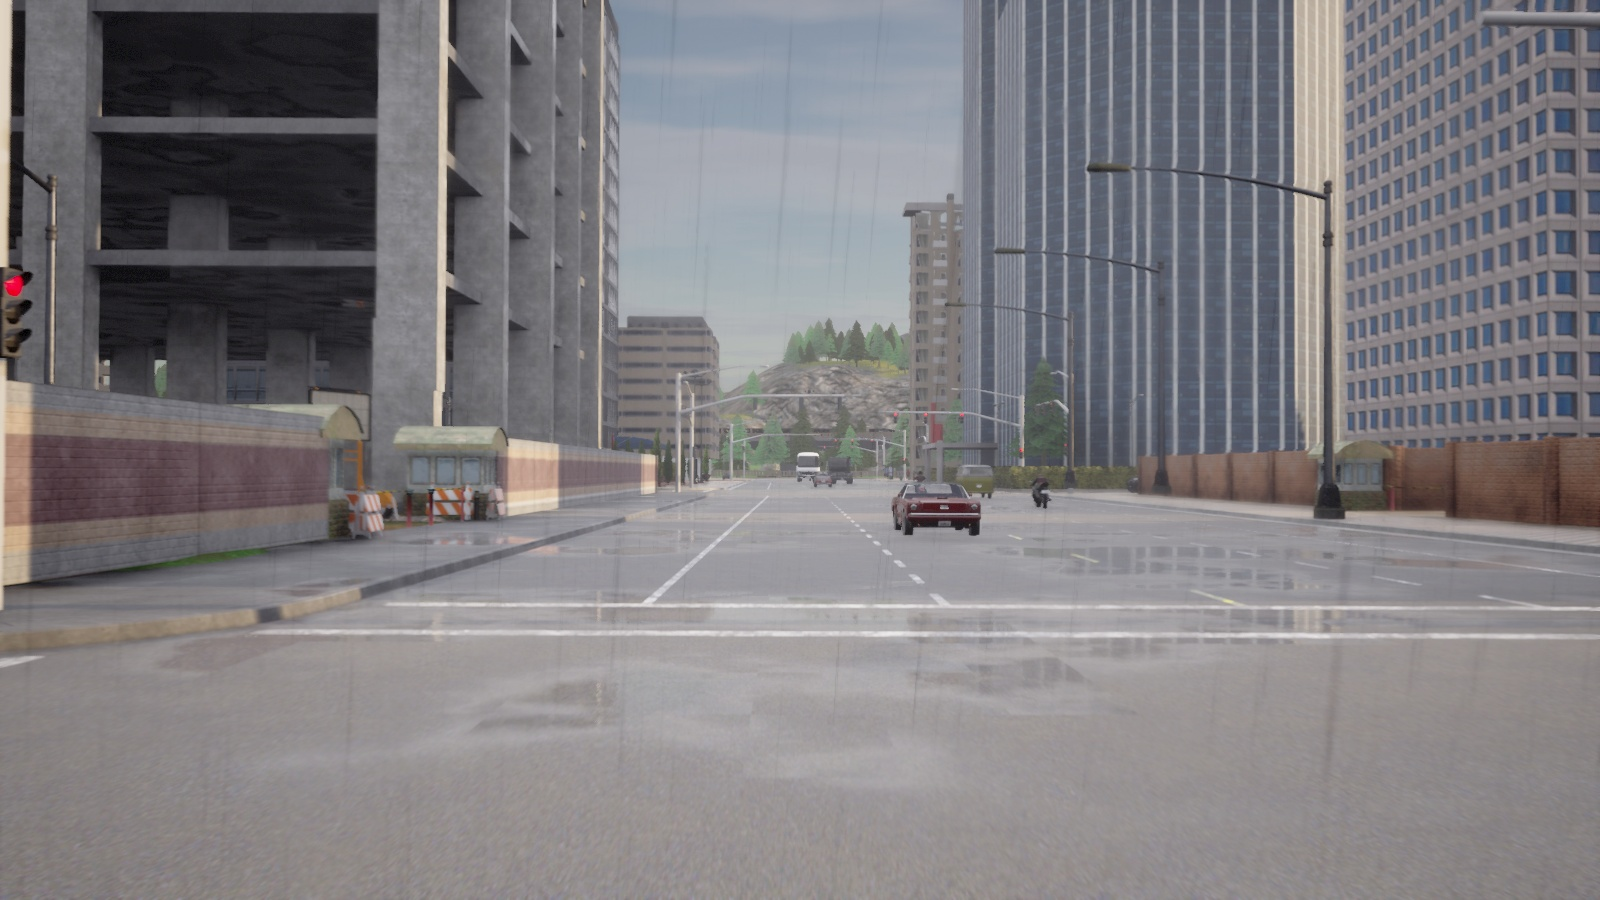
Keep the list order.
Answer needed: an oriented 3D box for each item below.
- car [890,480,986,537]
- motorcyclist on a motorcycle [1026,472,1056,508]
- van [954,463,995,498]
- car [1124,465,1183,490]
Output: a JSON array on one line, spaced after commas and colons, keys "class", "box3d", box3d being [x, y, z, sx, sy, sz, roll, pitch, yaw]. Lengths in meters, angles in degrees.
[{"class": "car", "box3d": [3.426, 1.436, 31.939, 1.895, 1.301, 4.718, 0, -1, 0]}, {"class": "motorcyclist on a motorcycle", "box3d": [10.373, 1.714, 54.113, 0.866, 1.530, 2.191, 0, -1, 0]}, {"class": "van", "box3d": [10.313, 1.772, 74.429, 1.775, 1.987, 4.442, 0, -1, 0]}, {"class": "car", "box3d": [26.609, 2.087, 94.583, 3.866, 1.878, 1.905, 0, -1, 0]}]
